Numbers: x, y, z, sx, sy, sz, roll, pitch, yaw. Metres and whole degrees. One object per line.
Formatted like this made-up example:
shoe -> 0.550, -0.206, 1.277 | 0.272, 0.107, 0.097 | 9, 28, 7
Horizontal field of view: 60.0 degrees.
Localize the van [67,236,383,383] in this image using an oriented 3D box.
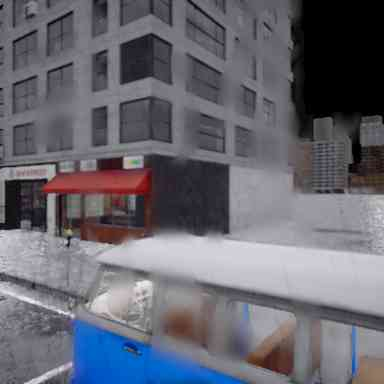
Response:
van -> 0.729, 1.341, 2.557 | 3.998, 1.788, 1.690 | 0, 0, 36
